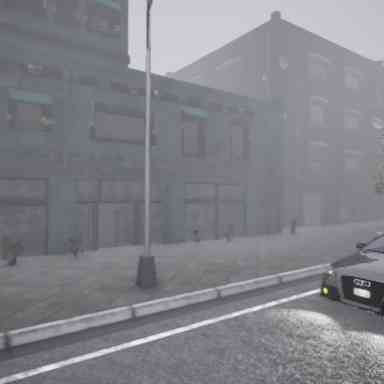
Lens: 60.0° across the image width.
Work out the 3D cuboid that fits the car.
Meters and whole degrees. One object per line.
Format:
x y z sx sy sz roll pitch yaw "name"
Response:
4.573 1.571 6.912 4.181 1.385 1.994 0 0 -35 "car"
